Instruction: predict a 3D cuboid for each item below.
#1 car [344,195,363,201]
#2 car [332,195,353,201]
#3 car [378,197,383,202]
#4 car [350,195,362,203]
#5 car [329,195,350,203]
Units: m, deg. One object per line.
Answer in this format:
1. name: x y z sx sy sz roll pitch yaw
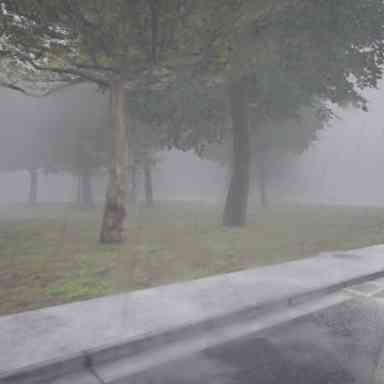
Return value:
1. car: 40.396 1.517 83.191 1.994 1.385 4.181 0 0 -12
2. car: 37.219 1.490 82.508 2.033 1.411 5.357 0 0 -12
3. car: 40.368 1.300 67.875 2.097 1.767 4.553 0 0 -12
4. car: 35.558 1.615 74.773 1.812 1.442 4.674 0 0 -12
5. car: 32.381 1.629 74.091 1.994 1.385 4.181 0 0 -12
